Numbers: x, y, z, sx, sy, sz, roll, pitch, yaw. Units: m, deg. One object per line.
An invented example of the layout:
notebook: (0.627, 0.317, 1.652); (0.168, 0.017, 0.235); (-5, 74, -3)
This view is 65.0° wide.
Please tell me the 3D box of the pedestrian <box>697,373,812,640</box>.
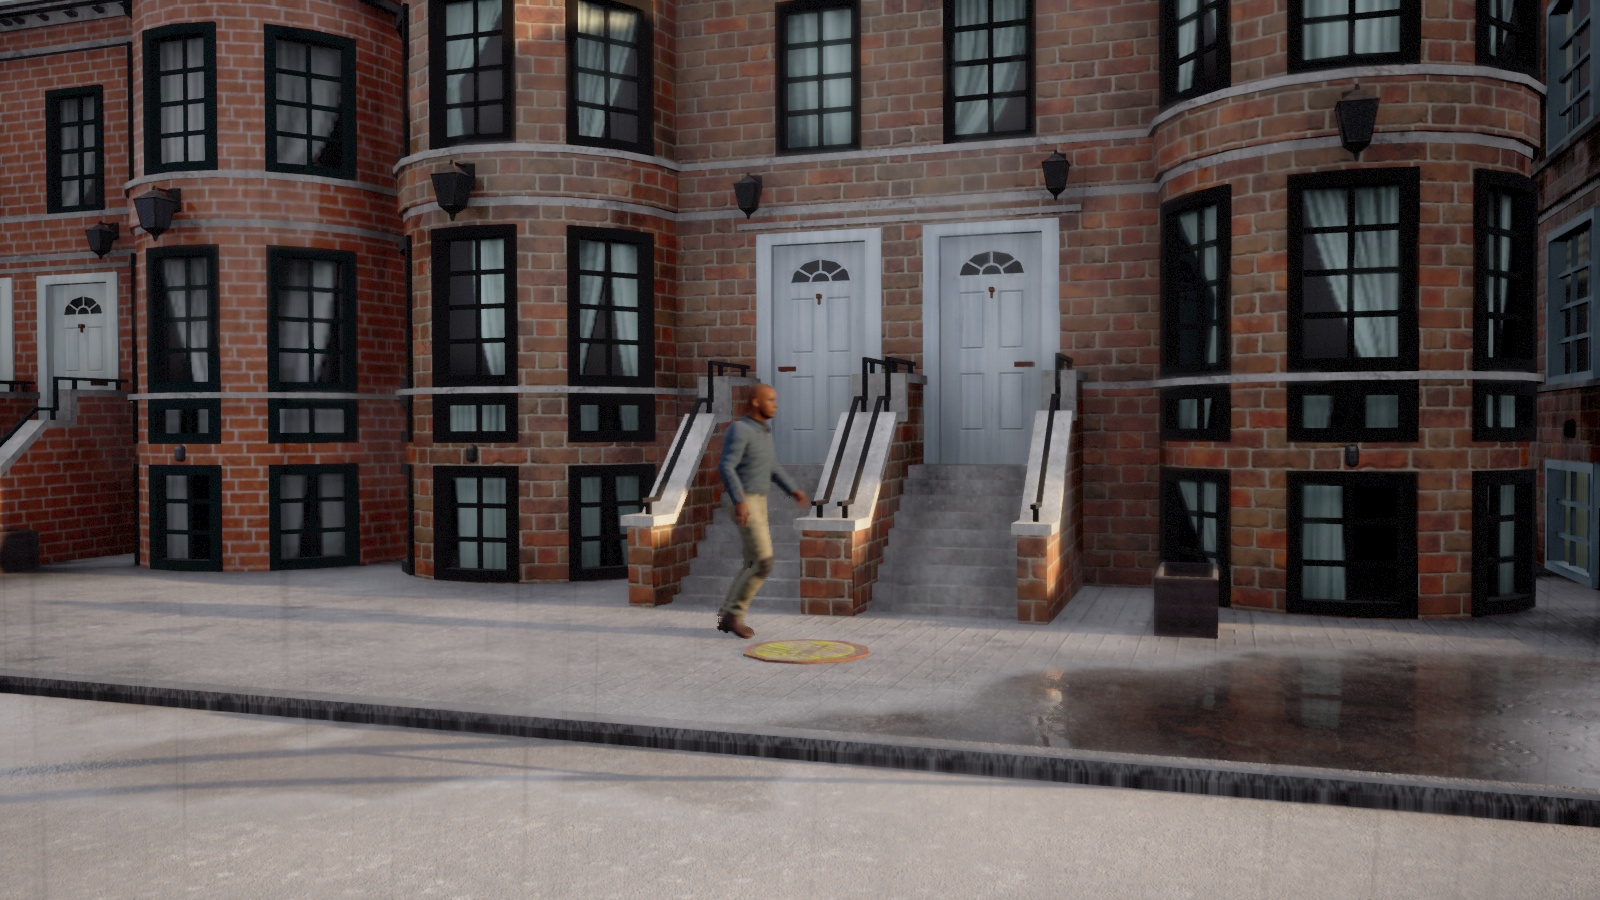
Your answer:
pedestrian: (-0.322, 0.385, 8.913); (0.726, 1.835, 0.370); (1, 1, 19)
